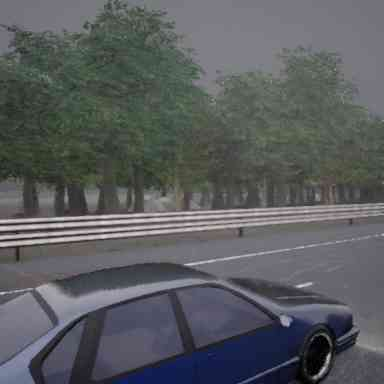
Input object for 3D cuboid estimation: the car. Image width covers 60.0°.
[{"bbox_3d":[-0.397,1.554,3.630,5.357,1.411,2.033,0,0,-35],"label":"car"}]
